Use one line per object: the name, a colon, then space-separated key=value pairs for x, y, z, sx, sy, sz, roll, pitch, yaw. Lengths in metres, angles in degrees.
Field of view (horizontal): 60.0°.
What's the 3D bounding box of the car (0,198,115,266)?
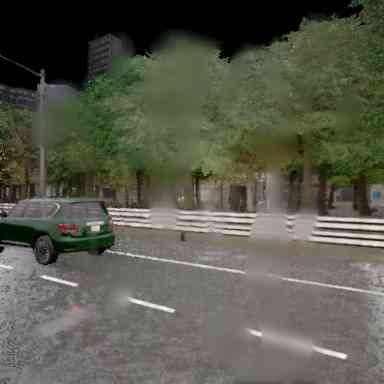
car: x=-5.167 y=1.222 z=11.852 sx=5.566 sy=2.045 sz=2.150 roll=0 pitch=0 yaw=35
